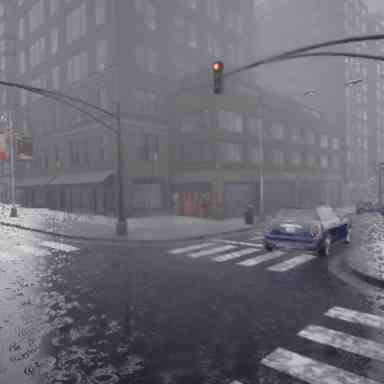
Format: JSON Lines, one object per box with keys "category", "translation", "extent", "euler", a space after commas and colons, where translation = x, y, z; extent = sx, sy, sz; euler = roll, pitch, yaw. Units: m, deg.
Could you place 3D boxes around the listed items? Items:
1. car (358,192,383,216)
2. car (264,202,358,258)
{"category": "car", "translation": [16.567, 1.019, 29.844], "extent": [2.150, 2.045, 5.566], "euler": [-1, 0, 43]}
{"category": "car", "translation": [4.507, 1.214, 12.542], "extent": [2.097, 1.767, 4.553], "euler": [0, 1, 37]}
